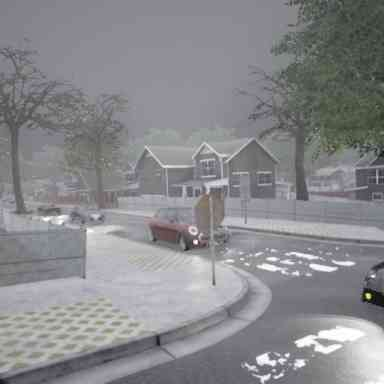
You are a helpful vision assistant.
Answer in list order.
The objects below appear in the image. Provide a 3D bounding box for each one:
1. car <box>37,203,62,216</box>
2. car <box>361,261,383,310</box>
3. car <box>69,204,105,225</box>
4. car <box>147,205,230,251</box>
[{"bbox_3d":[-16.756,2.006,39.035,1.895,1.301,4.718,-3,1,-35],"label":"car"},{"bbox_3d":[5.236,1.579,6.582,4.181,1.385,1.994,0,0,-35],"label":"car"},{"bbox_3d":[-8.768,1.774,27.571,2.128,1.511,4.902,-3,1,-35],"label":"car"},{"bbox_3d":[-0.304,1.517,15.340,2.097,1.767,4.553,-3,1,-33],"label":"car"}]
